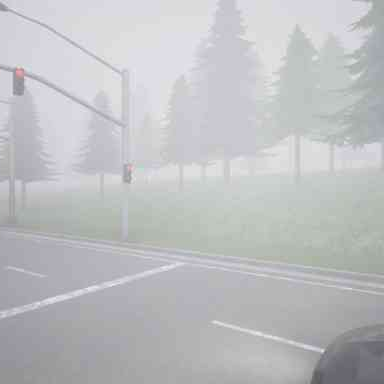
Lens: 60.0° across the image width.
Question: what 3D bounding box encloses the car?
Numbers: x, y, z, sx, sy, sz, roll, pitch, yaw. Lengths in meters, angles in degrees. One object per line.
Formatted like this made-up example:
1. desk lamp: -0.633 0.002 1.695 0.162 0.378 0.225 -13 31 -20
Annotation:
1. car: 3.161 1.505 1.732 4.892 1.490 1.837 0 0 35
